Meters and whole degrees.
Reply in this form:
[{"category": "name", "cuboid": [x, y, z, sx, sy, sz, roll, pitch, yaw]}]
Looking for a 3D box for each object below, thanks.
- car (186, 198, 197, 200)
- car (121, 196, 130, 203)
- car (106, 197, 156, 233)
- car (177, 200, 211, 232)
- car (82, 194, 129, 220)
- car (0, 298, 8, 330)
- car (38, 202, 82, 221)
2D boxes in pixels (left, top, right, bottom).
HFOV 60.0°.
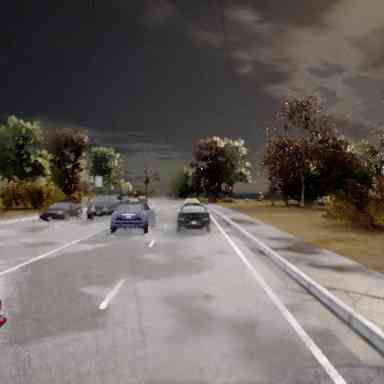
[{"category": "car", "cuboid": [-0.079, 1.485, 38.638, 1.882, 1.535, 5.008, 0, 0, -1]}, {"category": "car", "cuboid": [-13.625, 1.500, 68.049, 1.837, 1.490, 4.892, 0, 0, -12]}, {"category": "car", "cuboid": [-3.399, 1.356, 19.979, 2.097, 1.767, 4.553, 0, 0, 0]}, {"category": "car", "cuboid": [0.100, 1.481, 20.239, 1.882, 1.535, 5.008, 0, 0, 0]}, {"category": "car", "cuboid": [-7.120, 1.227, 28.045, 2.150, 2.045, 5.566, 0, 0, 0]}, {"category": "car", "cuboid": [-3.400, 1.601, 2.332, 1.895, 1.301, 4.718, 0, 0, 0]}, {"category": "car", "cuboid": [-10.614, 1.552, 27.434, 2.033, 1.411, 5.357, 0, 0, 0]}]
